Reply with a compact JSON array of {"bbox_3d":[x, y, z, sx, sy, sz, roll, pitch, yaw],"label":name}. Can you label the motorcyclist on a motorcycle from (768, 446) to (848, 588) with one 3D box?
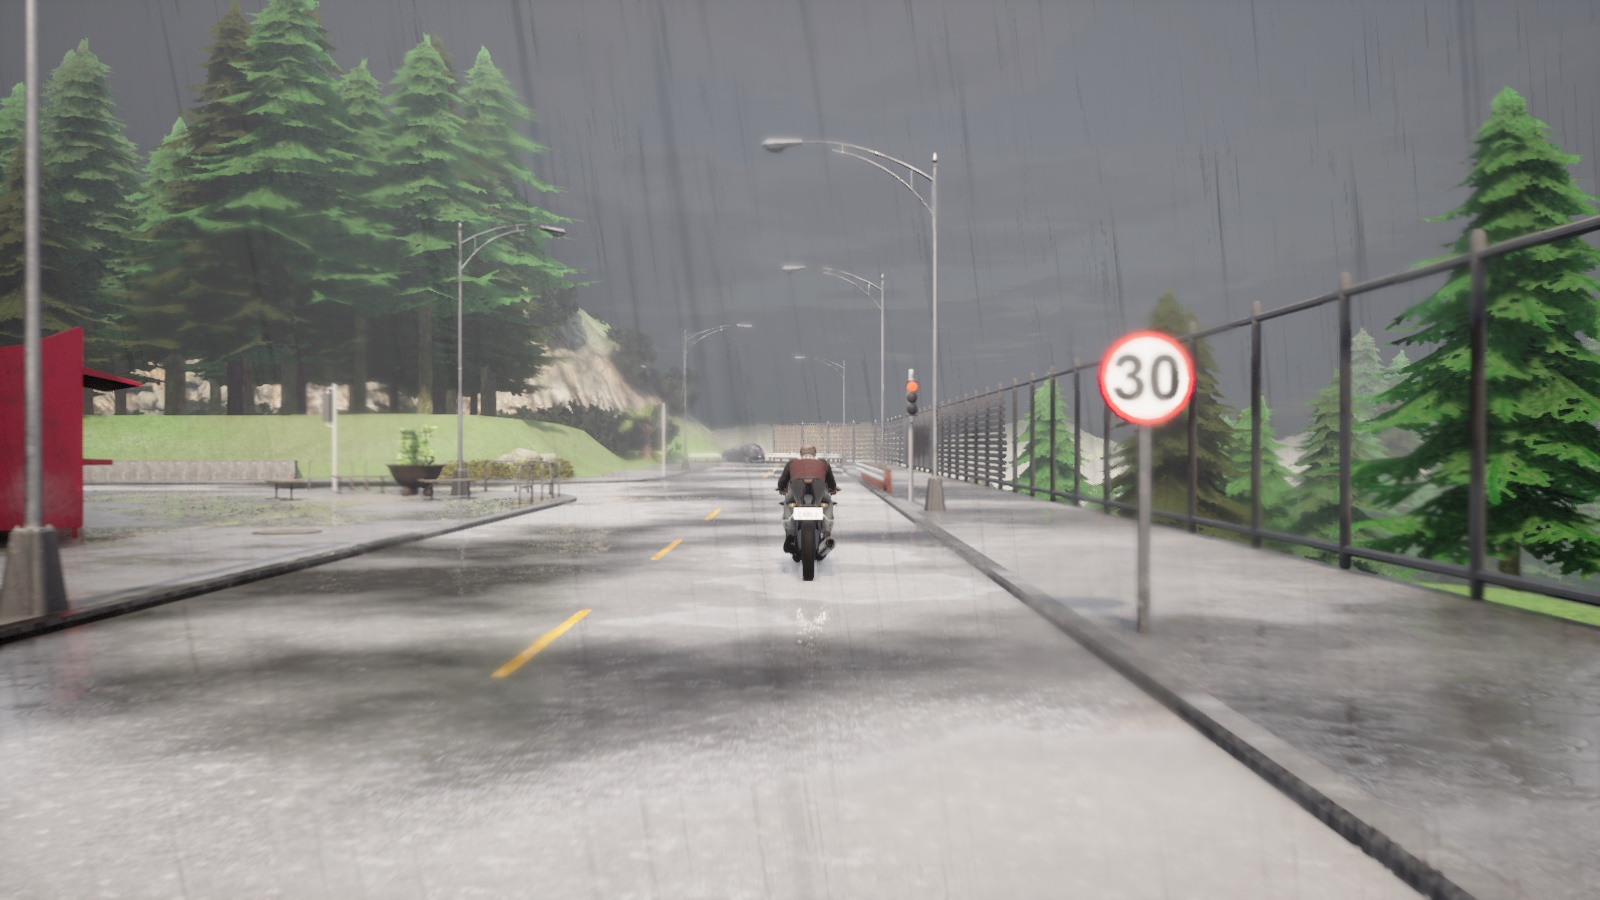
[{"bbox_3d":[0.094,0.722,14.700,0.866,1.530,2.191,0,0,0],"label":"motorcyclist on a motorcycle"}]
